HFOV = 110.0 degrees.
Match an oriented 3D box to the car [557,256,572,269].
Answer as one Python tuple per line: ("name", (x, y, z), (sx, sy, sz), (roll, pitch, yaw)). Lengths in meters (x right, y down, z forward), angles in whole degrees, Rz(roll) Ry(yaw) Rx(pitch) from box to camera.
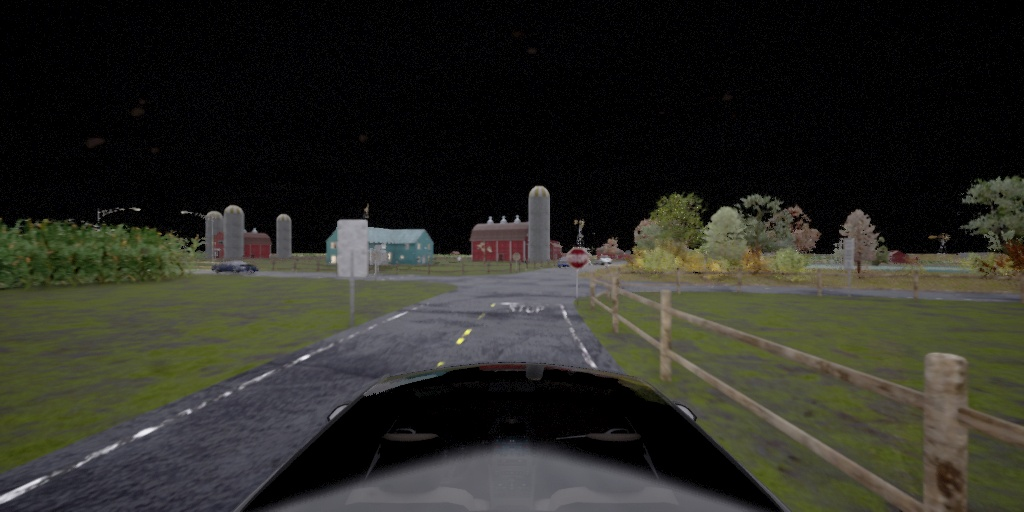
("car", (9.113, 0.963, 59.042), (2.150, 2.045, 5.566), (0, 0, 22))

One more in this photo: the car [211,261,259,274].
("car", (-29.692, 1.196, 38.400), (5.357, 1.411, 2.033), (0, 1, 21))
